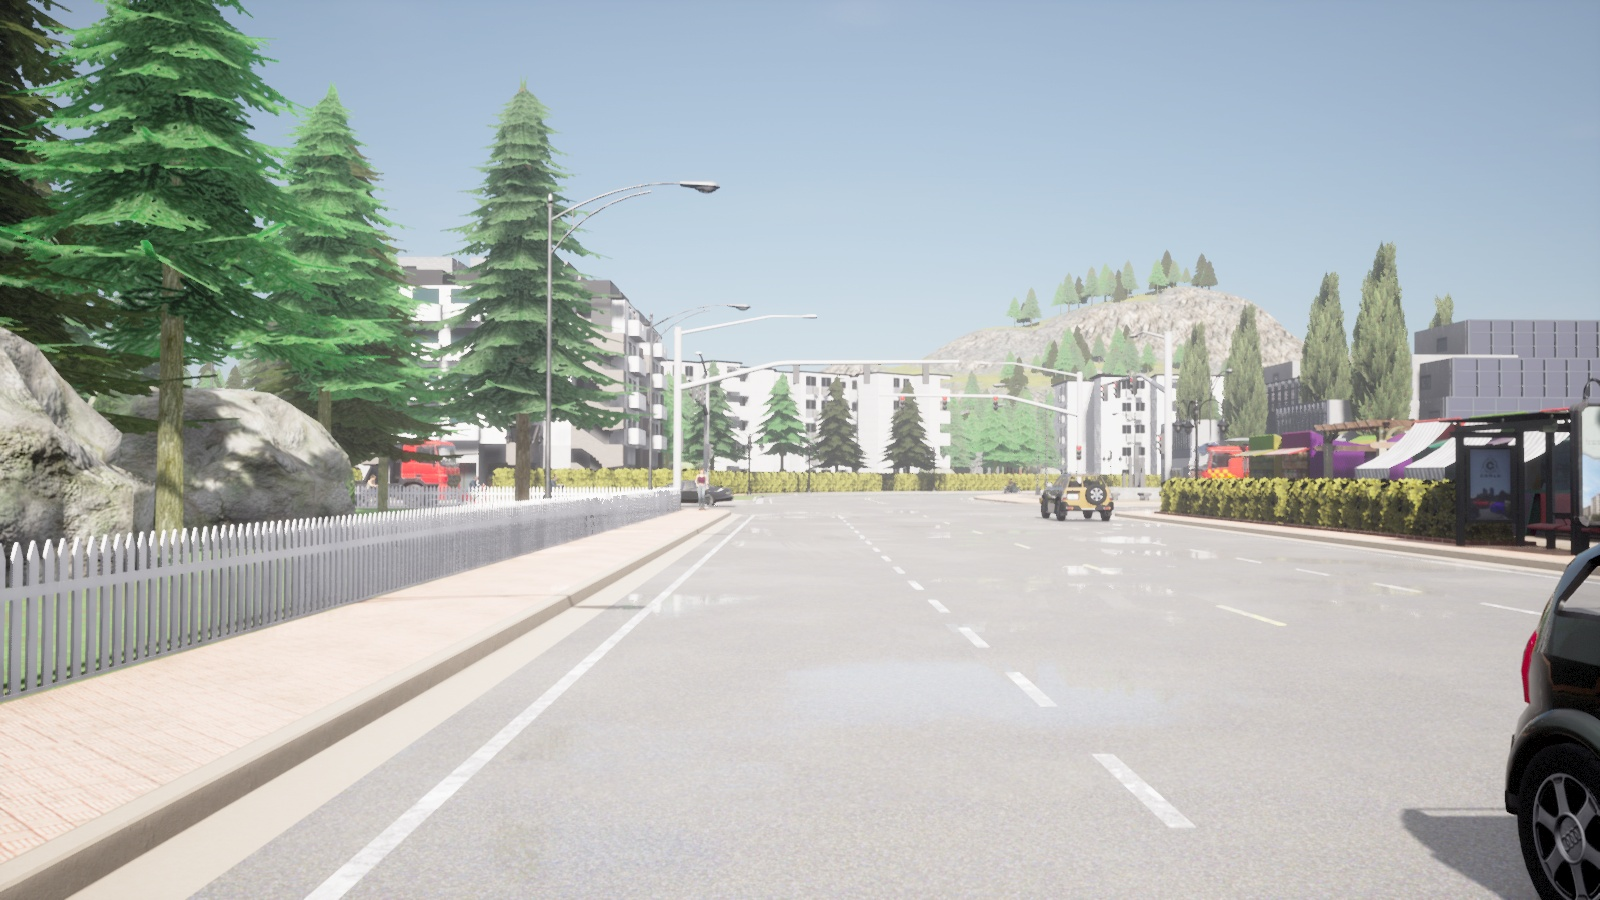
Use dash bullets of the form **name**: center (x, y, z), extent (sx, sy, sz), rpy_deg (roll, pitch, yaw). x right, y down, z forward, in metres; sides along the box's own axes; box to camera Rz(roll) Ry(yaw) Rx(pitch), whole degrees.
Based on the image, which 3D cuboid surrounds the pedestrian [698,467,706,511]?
- **pedestrian**: center (-4.134, 1.649, 52.955), extent (0.345, 1.836, 0.594), rpy_deg (0, -1, -4)

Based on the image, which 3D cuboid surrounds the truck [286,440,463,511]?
- **truck**: center (-21.318, 1.301, 63.231), extent (7.936, 3.462, 2.891), rpy_deg (0, -1, 1)

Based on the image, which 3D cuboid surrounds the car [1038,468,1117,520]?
- **car**: center (10.379, 1.627, 47.343), extent (1.932, 1.855, 4.605), rpy_deg (0, -1, 0)

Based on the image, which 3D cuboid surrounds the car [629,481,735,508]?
- **car**: center (-6.180, 2.338, 66.366), extent (5.357, 1.411, 2.033), rpy_deg (0, -1, 1)

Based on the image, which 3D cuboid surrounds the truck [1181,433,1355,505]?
- **truck**: center (25.681, 1.058, 69.171), extent (8.468, 3.827, 2.891), rpy_deg (0, -1, 1)

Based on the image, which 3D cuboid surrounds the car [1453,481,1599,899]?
- **car**: center (3.491, 0.855, 3.105), extent (1.789, 1.549, 3.705), rpy_deg (0, -1, 0)
